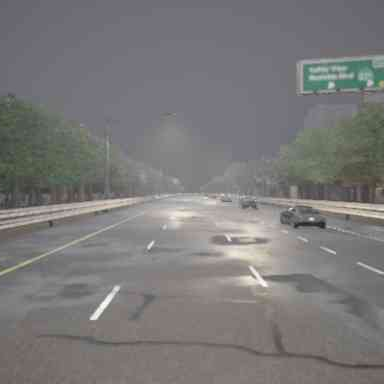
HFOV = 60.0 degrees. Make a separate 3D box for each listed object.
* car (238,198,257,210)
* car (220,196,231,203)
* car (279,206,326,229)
[{"bbox_3d":[7.035,1.495,42.340,1.837,1.490,4.892,0,0,0],"label":"car"},{"bbox_3d":[7.062,1.541,70.152,1.994,1.385,4.181,0,0,0],"label":"car"},{"bbox_3d":[7.017,1.561,21.503,1.994,1.385,4.181,0,0,0],"label":"car"}]
